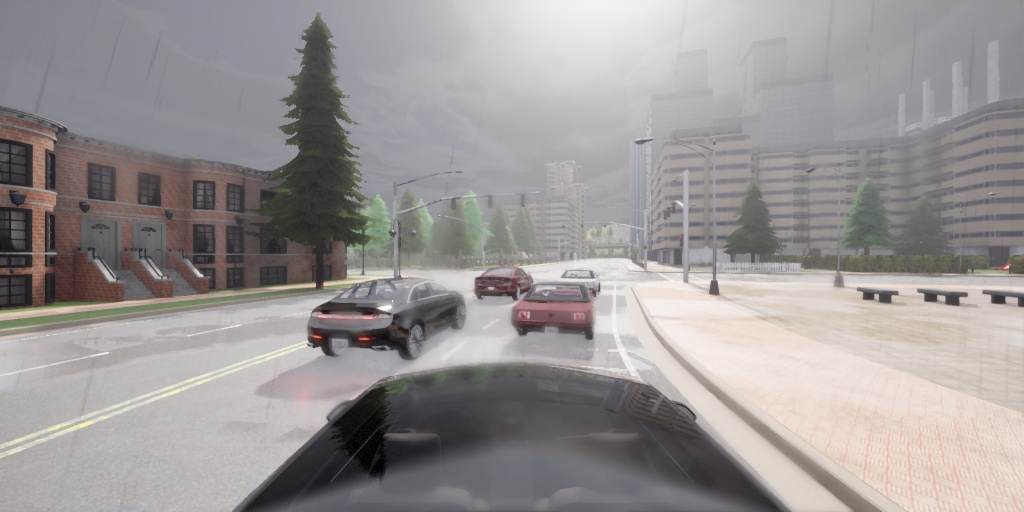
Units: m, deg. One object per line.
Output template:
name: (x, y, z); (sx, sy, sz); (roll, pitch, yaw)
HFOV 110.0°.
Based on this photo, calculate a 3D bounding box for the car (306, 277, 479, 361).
car: (-2.493, 1.242, 8.402); (2.128, 1.511, 4.902); (0, 0, 9)

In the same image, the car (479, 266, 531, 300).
car: (-0.241, 1.228, 17.625); (1.882, 1.535, 5.008); (0, 0, 15)

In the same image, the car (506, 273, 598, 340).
car: (1.378, 1.351, 10.073); (1.895, 1.301, 4.718); (0, 0, 13)

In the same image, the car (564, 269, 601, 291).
car: (3.632, 1.351, 18.975); (1.895, 1.301, 4.718); (0, 0, 17)
